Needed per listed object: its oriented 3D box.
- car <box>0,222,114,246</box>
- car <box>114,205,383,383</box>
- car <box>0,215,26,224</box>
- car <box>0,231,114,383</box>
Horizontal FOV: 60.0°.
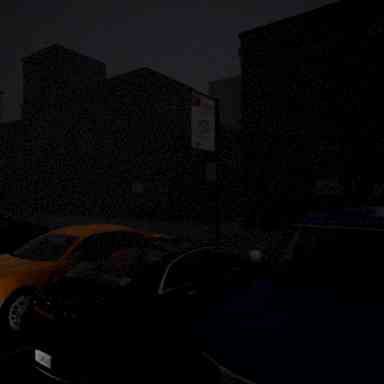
[{"bbox_3d":[-2.415,1.475,7.084,2.097,1.535,5.008,0,0,36],"label":"car"},{"bbox_3d":[2.091,1.228,3.828,2.435,2.045,5.566,0,0,36],"label":"car"},{"bbox_3d":[-7.032,1.470,10.386,2.097,1.535,5.008,0,0,36],"label":"car"},{"bbox_3d":[-0.159,1.479,5.460,2.231,1.521,4.892,0,0,36],"label":"car"}]
